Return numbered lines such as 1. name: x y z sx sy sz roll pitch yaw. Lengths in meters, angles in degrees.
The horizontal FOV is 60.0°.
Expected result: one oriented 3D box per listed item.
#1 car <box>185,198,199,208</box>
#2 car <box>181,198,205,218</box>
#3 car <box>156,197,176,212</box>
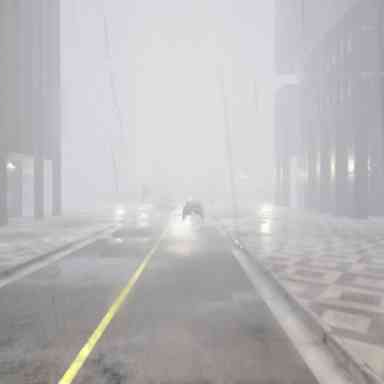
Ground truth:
1. car: 0.009 1.581 50.257 1.994 1.385 4.181 0 0 0
2. car: 0.092 1.515 30.172 1.837 1.490 4.892 0 0 0
3. car: -3.083 1.365 39.438 2.097 1.767 4.553 0 0 0
